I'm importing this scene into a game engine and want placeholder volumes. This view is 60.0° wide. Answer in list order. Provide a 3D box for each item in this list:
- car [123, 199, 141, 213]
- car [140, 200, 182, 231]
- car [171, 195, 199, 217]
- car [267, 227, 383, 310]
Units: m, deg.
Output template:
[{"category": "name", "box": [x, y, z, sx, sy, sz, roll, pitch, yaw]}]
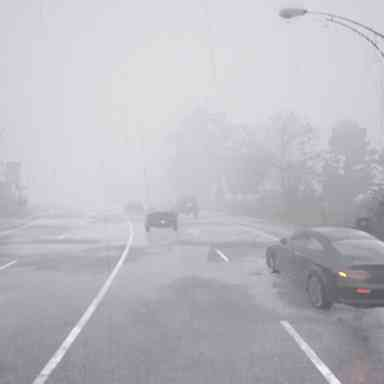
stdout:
[{"category": "car", "box": [-6.937, 1.601, 39.005, 1.882, 1.535, 5.008, 0, 0, -19]}, {"category": "car", "box": [-2.100, 1.540, 21.256, 1.882, 1.535, 5.008, 0, 0, -11]}, {"category": "car", "box": [-0.960, 1.312, 31.848, 2.150, 2.045, 5.566, 0, 0, -15]}, {"category": "car", "box": [3.177, 1.535, 7.742, 1.812, 1.442, 4.674, 0, 0, -4]}]
